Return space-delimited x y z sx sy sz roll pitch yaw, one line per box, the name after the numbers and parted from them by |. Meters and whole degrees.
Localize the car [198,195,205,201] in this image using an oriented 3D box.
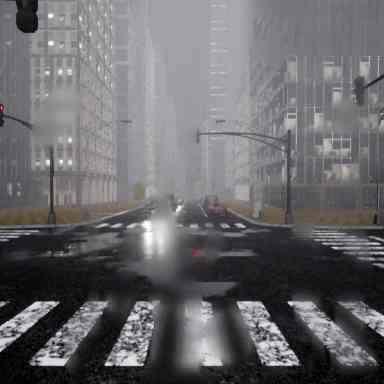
2.393 1.474 87.539 1.752 1.417 4.829 -1 0 0 | car

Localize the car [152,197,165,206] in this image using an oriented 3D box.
-5.425 1.557 54.182 1.802 1.307 4.206 -1 0 0 | car

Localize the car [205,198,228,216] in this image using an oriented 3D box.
2.463 1.569 32.123 1.802 1.307 4.206 -1 0 0 | car

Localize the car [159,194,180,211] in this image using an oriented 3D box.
-2.922 1.206 38.660 2.150 2.045 5.566 0 0 0 | car

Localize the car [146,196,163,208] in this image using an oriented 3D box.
-5.417 1.419 48.657 1.967 1.590 4.097 -1 0 0 | car

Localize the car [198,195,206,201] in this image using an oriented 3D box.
2.404 1.536 81.844 1.802 1.307 4.206 -1 0 0 | car

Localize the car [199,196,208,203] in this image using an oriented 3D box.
2.424 1.508 70.795 1.887 1.381 4.507 -1 0 0 | car

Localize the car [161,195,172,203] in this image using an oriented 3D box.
-5.458 1.403 70.755 1.967 1.590 4.097 -1 0 0 | car

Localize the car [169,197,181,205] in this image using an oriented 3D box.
-2.914 1.573 58.323 1.895 1.301 4.718 0 0 0 | car

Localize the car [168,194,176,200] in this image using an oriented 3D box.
-5.499 1.384 92.854 1.967 1.590 4.097 -1 0 0 | car

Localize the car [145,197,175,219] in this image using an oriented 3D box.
-2.908 1.480 28.788 2.128 1.511 4.902 0 0 0 | car

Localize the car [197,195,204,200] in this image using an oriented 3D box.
2.383 1.489 92.893 1.887 1.381 4.507 -1 0 0 | car

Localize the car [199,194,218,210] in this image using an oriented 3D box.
2.459 1.297 43.172 2.192 1.841 5.009 -1 0 0 | car

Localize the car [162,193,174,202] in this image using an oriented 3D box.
-5.470 1.274 76.280 2.192 1.841 5.009 -1 0 0 | car
